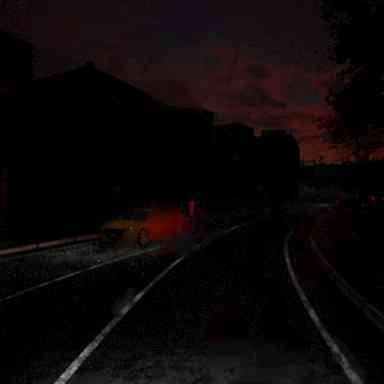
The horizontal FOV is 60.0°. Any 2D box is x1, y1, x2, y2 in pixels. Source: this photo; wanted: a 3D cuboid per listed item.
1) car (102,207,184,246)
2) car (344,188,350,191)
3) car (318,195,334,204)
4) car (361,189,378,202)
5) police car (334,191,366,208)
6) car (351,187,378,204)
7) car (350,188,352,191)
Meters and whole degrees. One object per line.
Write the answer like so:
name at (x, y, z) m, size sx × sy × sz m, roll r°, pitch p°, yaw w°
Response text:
car at (-2.140, 1.495, 15.784) m, size 1.882 × 1.535 × 5.008 m, roll 0°, pitch 0°, yaw 26°
car at (40.544, -0.242, 85.620) m, size 2.033 × 1.411 × 5.357 m, roll 0°, pitch 3°, yaw 12°
car at (20.827, 1.134, 50.792) m, size 1.895 × 1.301 × 4.718 m, roll -1°, pitch 1°, yaw 36°
car at (29.476, 0.519, 55.233) m, size 2.150 × 2.045 × 5.566 m, roll -1°, pitch 1°, yaw 32°
police car at (20.048, 1.049, 42.027) m, size 1.930 × 1.638 × 5.238 m, roll -1°, pitch 1°, yaw 38°
car at (26.076, 0.652, 50.090) m, size 2.150 × 2.045 × 5.566 m, roll -1°, pitch 1°, yaw 35°
car at (36.452, -0.115, 72.304) m, size 2.150 × 2.045 × 5.566 m, roll 0°, pitch 2°, yaw 18°
